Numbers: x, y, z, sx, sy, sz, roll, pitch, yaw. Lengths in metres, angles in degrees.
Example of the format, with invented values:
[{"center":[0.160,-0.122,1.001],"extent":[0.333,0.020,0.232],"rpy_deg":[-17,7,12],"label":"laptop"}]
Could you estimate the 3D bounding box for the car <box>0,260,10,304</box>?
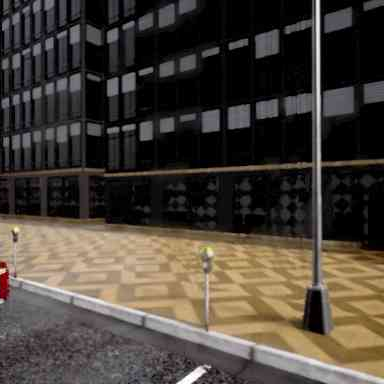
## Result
[{"center":[-5.484,1.602,6.778],"extent":[4.507,1.381,1.887],"rpy_deg":[0,0,35],"label":"car"}]
